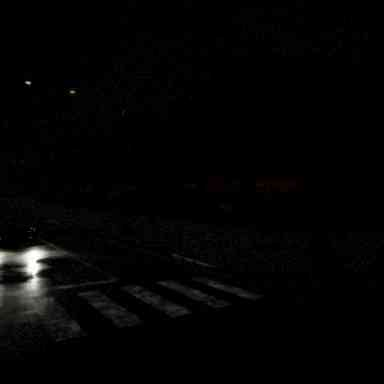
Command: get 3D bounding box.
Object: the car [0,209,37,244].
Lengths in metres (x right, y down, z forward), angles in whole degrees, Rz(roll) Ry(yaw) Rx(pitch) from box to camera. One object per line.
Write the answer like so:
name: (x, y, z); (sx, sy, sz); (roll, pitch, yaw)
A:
car: (-9.027, 1.615, 16.414); (1.882, 1.535, 5.008); (3, -2, -35)
